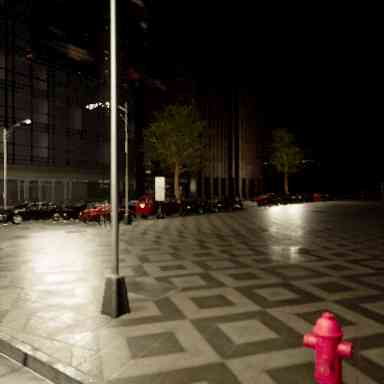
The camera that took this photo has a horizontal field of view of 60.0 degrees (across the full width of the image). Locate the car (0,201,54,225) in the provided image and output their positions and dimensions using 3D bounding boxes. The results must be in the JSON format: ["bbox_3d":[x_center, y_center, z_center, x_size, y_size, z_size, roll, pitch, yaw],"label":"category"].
[{"bbox_3d":[-11.536,1.442,23.931,1.837,1.490,4.892,0,0,35],"label":"car"}]

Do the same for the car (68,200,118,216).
[{"bbox_3d":[-9.405,1.496,31.864,1.947,1.339,4.313,0,0,35],"label":"car"}]

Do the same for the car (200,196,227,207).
[{"bbox_3d":[3.315,1.396,50.287,1.752,1.417,4.829,0,0,35],"label":"car"}]

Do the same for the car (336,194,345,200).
[{"bbox_3d":[36.053,1.336,82.699,1.802,1.307,4.206,-1,0,35],"label":"car"}]

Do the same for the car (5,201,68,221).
[{"bbox_3d":[-12.609,1.515,27.223,1.947,1.339,4.313,0,0,35],"label":"car"}]

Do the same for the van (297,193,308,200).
[{"bbox_3d":[29.044,1.155,87.554,1.690,1.788,3.998,-1,0,35],"label":"van"}]

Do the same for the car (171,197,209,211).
[{"bbox_3d":[-0.175,1.367,40.363,2.128,1.511,4.902,0,0,35],"label":"car"}]

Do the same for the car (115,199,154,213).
[{"bbox_3d":[-6.201,1.495,36.505,1.802,1.307,4.206,0,0,35],"label":"car"}]

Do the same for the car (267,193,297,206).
[{"bbox_3d":[13.626,1.116,50.219,2.192,1.841,5.009,0,0,35],"label":"car"}]

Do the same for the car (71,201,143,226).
[{"bbox_3d":[-5.595,1.472,22.378,1.802,1.307,4.206,0,0,35],"label":"car"}]

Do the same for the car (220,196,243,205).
[{"bbox_3d":[6.616,1.426,55.068,1.947,1.339,4.313,0,0,35],"label":"car"}]

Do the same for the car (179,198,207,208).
[{"bbox_3d":[0.208,1.465,45.786,1.802,1.307,4.206,0,0,35],"label":"car"}]

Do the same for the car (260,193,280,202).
[{"bbox_3d":[16.227,1.146,68.991,2.192,1.841,5.009,0,0,35],"label":"car"}]

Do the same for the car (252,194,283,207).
[{"bbox_3d":[10.423,1.356,45.579,1.887,1.381,4.507,0,0,35],"label":"car"}]

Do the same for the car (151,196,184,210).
[{"bbox_3d":[-2.998,1.337,41.145,1.967,1.590,4.097,0,0,35],"label":"car"}]

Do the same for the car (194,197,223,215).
[{"bbox_3d":[0.812,1.420,31.658,1.947,1.339,4.313,0,0,35],"label":"car"}]

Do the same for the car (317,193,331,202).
[{"bbox_3d":[26.442,1.078,68.780,2.192,1.841,5.009,0,0,35],"label":"car"}]

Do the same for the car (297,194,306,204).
[{"bbox_3d":[16.831,1.357,54.858,1.947,1.339,4.313,0,0,35],"label":"car"}]

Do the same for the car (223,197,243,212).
[{"bbox_3d":[4.016,1.404,36.298,1.947,1.339,4.313,0,0,35],"label":"car"}]

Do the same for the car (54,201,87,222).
[{"bbox_3d":[-7.240,1.383,24.769,1.882,1.535,5.008,-1,0,36],"label":"car"}]

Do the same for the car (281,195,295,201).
[{"bbox_3d":[22.637,1.396,78.271,1.802,1.307,4.206,0,0,35],"label":"car"}]

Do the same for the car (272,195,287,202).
[{"bbox_3d":[19.434,1.388,73.632,1.947,1.339,4.313,0,0,35],"label":"car"}]

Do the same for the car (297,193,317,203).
[{"bbox_3d":[20.034,1.096,59.499,2.192,1.841,5.009,0,0,35],"label":"car"}]

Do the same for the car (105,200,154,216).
[{"bbox_3d":[-5.912,1.505,32.079,1.895,1.301,4.718,0,0,35],"label":"car"}]

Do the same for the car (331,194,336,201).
[{"bbox_3d":[29.743,1.280,73.559,1.752,1.417,4.829,0,0,35],"label":"car"}]

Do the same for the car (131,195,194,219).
[{"bbox_3d":[-2.392,1.186,27.019,2.192,1.841,5.009,0,0,35],"label":"car"}]
